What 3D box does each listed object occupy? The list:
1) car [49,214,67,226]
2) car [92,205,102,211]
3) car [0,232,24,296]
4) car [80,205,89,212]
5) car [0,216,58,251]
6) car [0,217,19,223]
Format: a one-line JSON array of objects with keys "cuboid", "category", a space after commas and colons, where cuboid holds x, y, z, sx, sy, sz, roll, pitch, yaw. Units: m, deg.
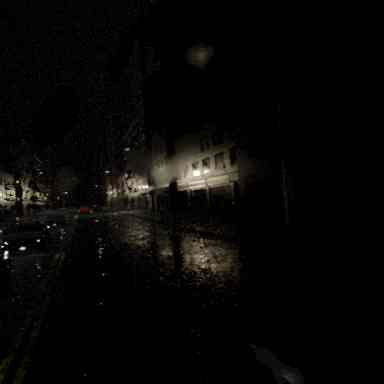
[{"cuboid": [-14.333, 2.979, 35.122, 1.895, 1.301, 4.718, -3, -1, -18], "category": "car"}, {"cuboid": [-25.132, 4.228, 88.694, 1.812, 1.442, 4.674, -3, -1, -18], "category": "car"}, {"cuboid": [-5.249, 1.967, 7.301, 2.033, 1.411, 5.357, -3, -1, -21], "category": "car"}, {"cuboid": [-28.159, 4.297, 87.496, 2.097, 1.767, 4.553, -3, -1, -18], "category": "car"}, {"cuboid": [-8.778, 2.342, 18.105, 2.033, 1.411, 5.357, -3, -1, -18], "category": "car"}, {"cuboid": [-15.382, 2.840, 27.813, 2.128, 1.511, 4.902, -3, -1, -18], "category": "car"}]
